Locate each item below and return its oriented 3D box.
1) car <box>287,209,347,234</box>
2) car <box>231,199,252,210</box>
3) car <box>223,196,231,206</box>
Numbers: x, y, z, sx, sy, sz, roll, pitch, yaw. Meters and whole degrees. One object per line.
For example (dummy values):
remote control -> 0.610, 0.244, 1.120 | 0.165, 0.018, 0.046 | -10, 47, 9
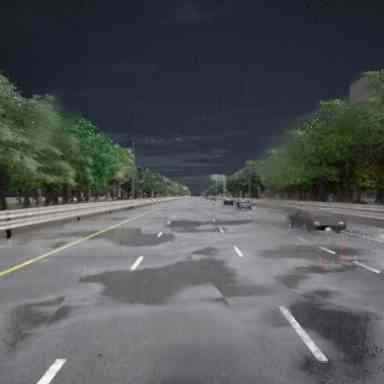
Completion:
car -> 7.023, 1.648, 19.340 | 1.895, 1.301, 4.718 | 0, 0, 0
car -> 7.125, 1.763, 46.468 | 2.128, 1.511, 4.902 | 0, -1, 0
car -> 7.253, 1.964, 66.806 | 1.882, 1.535, 5.008 | 0, -1, 0
